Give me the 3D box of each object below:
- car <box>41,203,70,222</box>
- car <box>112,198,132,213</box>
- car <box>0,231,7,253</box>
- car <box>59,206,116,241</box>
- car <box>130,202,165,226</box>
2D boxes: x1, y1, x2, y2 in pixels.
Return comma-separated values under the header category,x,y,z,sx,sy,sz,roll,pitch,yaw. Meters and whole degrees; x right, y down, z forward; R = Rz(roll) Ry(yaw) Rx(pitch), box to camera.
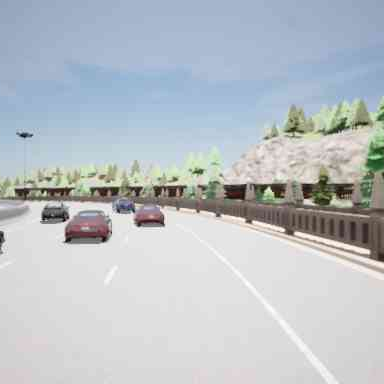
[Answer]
category,x,y,z,sx,sy,sz,roll,pitch,yaw
car,-11.442,1.631,28.016,2.128,1.511,4.902,0,0,-16
car,-8.202,1.498,39.500,2.097,1.767,4.553,0,0,-22
car,-7.682,1.662,10.357,1.895,1.301,4.718,0,0,-6
car,-5.211,1.634,17.118,1.994,1.385,4.181,0,0,-10
car,-3.224,1.644,24.486,1.994,1.385,4.181,0,0,-13
